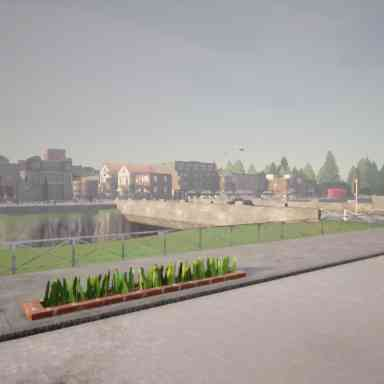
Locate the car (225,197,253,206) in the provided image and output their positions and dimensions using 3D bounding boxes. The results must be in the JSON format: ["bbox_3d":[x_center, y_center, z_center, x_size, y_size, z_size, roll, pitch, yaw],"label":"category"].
[{"bbox_3d":[6.865,1.525,48.419,1.812,1.442,4.674,0,0,-35],"label":"car"}]
